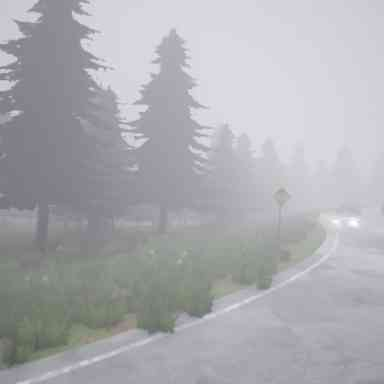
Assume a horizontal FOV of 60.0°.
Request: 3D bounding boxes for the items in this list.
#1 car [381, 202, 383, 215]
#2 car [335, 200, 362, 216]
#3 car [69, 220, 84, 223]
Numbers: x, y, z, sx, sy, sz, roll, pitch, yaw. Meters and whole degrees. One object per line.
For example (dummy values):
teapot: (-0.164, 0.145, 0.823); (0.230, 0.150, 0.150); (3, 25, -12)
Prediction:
car: (19.216, 1.348, 31.514); (2.128, 1.511, 4.902); (0, 1, 35)
car: (14.390, 1.411, 30.500); (1.895, 1.301, 4.718); (1, 1, 31)
car: (-29.004, 7.454, 84.463); (4.193, 1.474, 1.816); (4, 3, -12)
